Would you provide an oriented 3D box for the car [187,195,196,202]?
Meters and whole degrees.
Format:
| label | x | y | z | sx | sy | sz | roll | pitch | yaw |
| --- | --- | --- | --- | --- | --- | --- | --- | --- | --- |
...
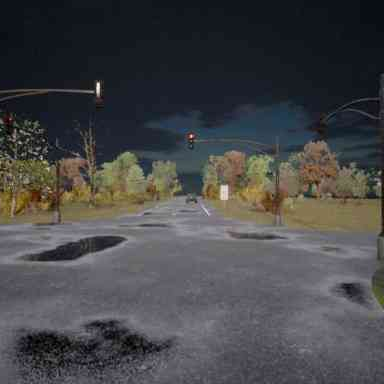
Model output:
| label | x | y | z | sx | sy | sz | roll | pitch | yaw |
| --- | --- | --- | --- | --- | --- | --- | --- | --- | --- |
| car | -0.078 | 1.451 | 77.928 | 2.033 | 1.411 | 5.357 | 0 | 0 | 0 |

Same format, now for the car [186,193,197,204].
| label | x | y | z | sx | sy | sz | roll | pitch | yaw |
| --- | --- | --- | --- | --- | --- | --- | --- | --- | --- |
| car | -0.067 | 1.280 | 67.537 | 2.150 | 2.045 | 5.566 | 0 | 0 | 0 |
